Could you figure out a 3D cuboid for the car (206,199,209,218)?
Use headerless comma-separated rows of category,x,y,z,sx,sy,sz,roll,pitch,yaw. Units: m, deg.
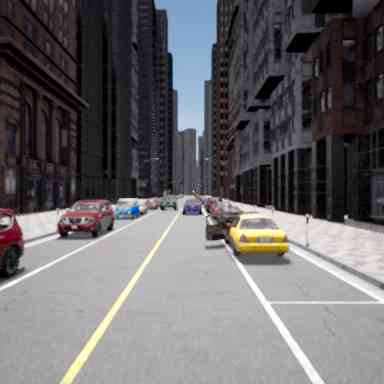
car,2.765,1.753,35.586,1.802,1.307,4.206,0,0,0

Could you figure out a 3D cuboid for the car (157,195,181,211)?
car,-3.065,1.442,44.773,2.150,2.045,5.566,0,-1,0

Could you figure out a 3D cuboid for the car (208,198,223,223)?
car,2.766,1.583,29.986,1.967,1.590,4.097,0,0,0

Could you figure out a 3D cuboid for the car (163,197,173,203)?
car,-5.760,1.958,80.386,2.008,1.369,4.403,0,0,0

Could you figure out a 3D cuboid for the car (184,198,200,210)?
car,0.006,1.732,48.811,2.128,1.511,4.902,0,0,0

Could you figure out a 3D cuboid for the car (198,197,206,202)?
car,2.765,2.014,91.607,1.887,1.381,4.507,0,0,0

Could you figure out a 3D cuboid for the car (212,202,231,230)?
car,2.765,1.666,24.382,2.008,1.369,4.403,0,0,0

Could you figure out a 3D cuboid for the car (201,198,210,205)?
car,2.765,1.929,69.199,1.802,1.307,4.206,0,0,0

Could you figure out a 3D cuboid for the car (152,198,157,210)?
car,-5.759,1.669,46.777,1.967,1.590,4.097,0,0,0

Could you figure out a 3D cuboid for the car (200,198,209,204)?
car,2.765,1.959,74.801,1.802,1.307,4.206,0,0,0

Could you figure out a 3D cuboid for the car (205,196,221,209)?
car,2.766,1.515,41.190,2.192,1.841,5.009,0,0,0

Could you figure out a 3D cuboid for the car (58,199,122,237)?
car,-5.759,1.402,18.769,2.192,1.841,5.009,0,0,0

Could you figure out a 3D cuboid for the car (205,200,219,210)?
car,2.765,1.811,46.791,1.802,1.307,4.206,0,0,0

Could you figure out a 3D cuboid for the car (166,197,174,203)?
car,-5.760,1.962,85.817,1.752,1.417,4.829,0,0,0

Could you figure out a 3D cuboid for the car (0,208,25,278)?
car,-5.759,1.350,7.566,2.192,1.841,5.009,0,0,0

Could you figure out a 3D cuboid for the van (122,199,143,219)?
van,-5.759,1.483,29.972,1.690,1.788,3.998,0,0,0

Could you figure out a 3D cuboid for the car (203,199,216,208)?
car,2.765,1.784,52.563,1.752,1.417,4.829,0,0,0

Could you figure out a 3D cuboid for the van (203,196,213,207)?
van,2.766,1.629,57.996,1.690,1.788,3.998,0,0,0

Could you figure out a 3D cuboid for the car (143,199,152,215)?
car,-5.759,1.695,35.402,1.752,1.417,4.829,0,0,0

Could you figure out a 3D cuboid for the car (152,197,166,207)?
car,-5.760,1.727,57.980,1.967,1.590,4.097,0,0,0

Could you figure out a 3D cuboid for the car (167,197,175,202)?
car,-5.760,2.013,91.589,1.887,1.381,4.507,0,0,0

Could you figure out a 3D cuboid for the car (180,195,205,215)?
car,0.052,1.530,37.082,2.097,1.767,4.553,0,0,0

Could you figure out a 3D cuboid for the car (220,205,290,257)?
car,2.350,1.518,13.220,1.801,1.575,5.366,0,0,0

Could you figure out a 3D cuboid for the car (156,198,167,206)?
car,-5.760,1.899,63.580,1.802,1.307,4.206,0,0,0
